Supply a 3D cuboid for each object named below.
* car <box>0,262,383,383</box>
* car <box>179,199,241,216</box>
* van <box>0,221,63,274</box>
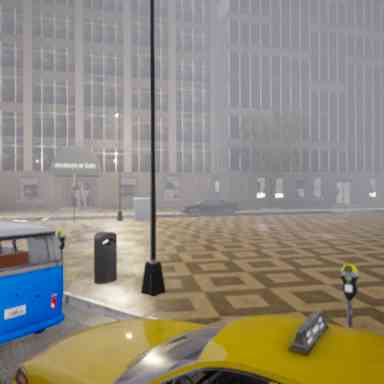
[{"bbox_3d":[0.555,1.524,2.330,4.829,1.417,1.752,0,0,35],"label":"car"},{"bbox_3d":[1.557,1.304,29.267,5.357,1.411,2.033,0,0,-14],"label":"car"},{"bbox_3d":[-3.816,1.335,5.438,3.998,1.788,1.690,0,0,35],"label":"van"}]
